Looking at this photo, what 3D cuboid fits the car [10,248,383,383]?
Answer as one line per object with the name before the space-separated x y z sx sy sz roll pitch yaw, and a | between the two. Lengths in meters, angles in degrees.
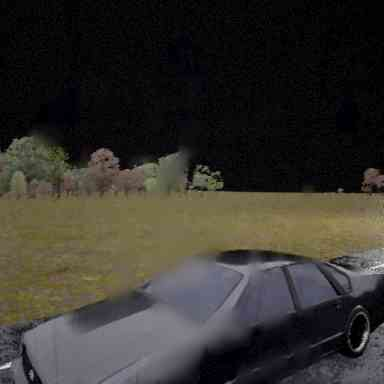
car | 0.673 1.548 4.469 5.357 1.411 2.033 0 0 -35
